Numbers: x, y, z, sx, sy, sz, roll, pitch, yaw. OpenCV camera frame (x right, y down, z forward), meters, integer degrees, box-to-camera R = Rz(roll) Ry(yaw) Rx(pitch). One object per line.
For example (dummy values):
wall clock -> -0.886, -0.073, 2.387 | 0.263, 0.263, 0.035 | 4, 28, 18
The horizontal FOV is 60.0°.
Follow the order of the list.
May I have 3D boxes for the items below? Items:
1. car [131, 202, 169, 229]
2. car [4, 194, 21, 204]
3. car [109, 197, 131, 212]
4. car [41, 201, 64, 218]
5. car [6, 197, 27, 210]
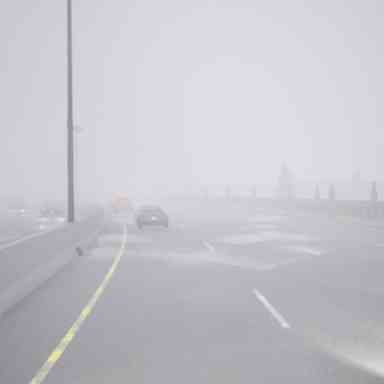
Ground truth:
car -> -2.749, 1.546, 21.905 | 1.994, 1.385, 4.181 | 0, 0, -13
car -> -35.256, 1.332, 65.501 | 2.150, 2.045, 5.566 | -1, 0, -43
car -> -8.215, 1.343, 38.298 | 2.097, 1.767, 4.553 | -1, 0, -23
car -> -13.205, 1.571, 31.572 | 1.812, 1.442, 4.674 | 0, 0, -22
car -> -23.087, 1.682, 44.078 | 1.994, 1.385, 4.181 | -1, 0, -30
